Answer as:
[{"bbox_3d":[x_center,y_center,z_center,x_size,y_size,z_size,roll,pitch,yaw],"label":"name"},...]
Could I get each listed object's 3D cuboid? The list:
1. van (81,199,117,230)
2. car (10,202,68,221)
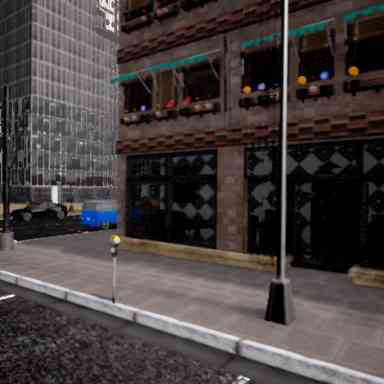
[{"bbox_3d":[-5.074,1.359,21.234,1.690,1.788,3.998,1,1,35],"label":"van"},{"bbox_3d":[-11.906,1.455,26.094,1.947,1.339,4.313,1,1,35],"label":"car"}]
